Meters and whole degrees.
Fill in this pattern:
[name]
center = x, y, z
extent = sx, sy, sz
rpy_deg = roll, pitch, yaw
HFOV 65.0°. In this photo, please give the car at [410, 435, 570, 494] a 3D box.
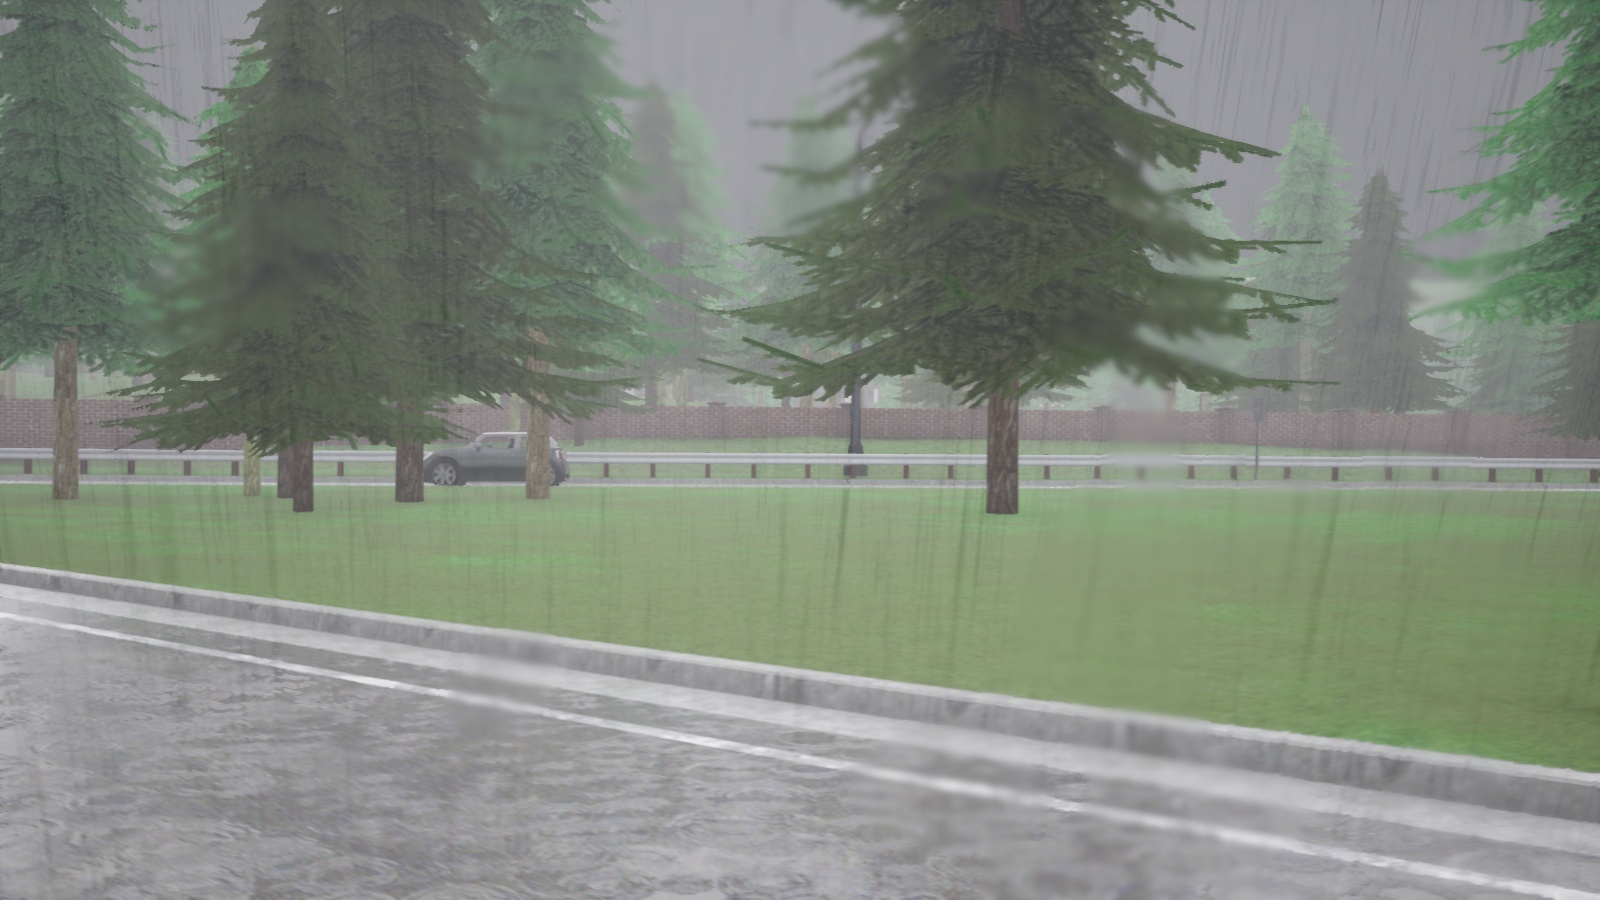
[car]
center = -8.101, 0.356, 33.125
extent = 3.806, 1.475, 1.970
rpy_deg = -1, 1, -5
